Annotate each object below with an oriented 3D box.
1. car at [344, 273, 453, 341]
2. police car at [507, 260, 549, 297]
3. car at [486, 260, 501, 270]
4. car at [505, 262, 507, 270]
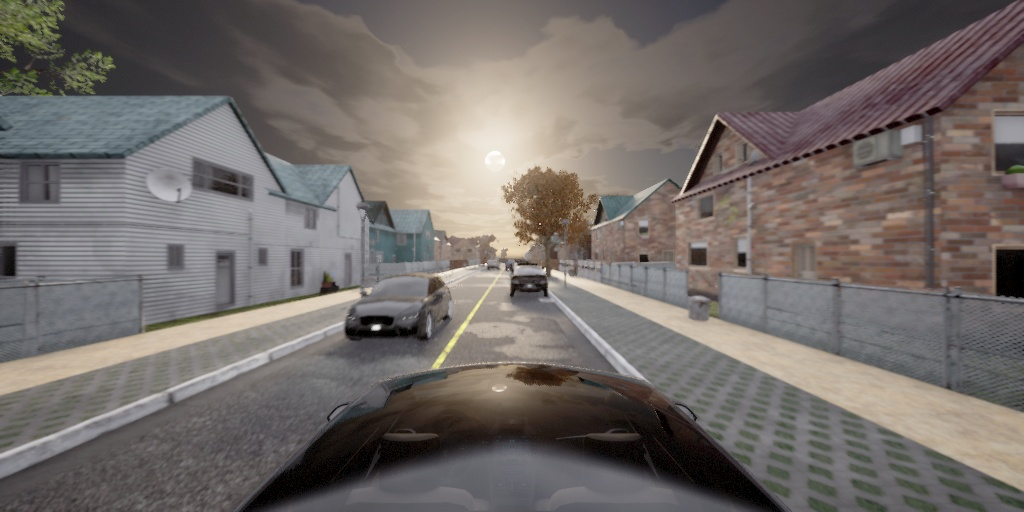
[{"bbox_3d":[-2.848,1.254,9.951,1.837,1.490,4.892,0,0,0],"label":"car"},{"bbox_3d":[0.829,1.186,19.287,1.930,1.638,5.238,0,0,0],"label":"police car"},{"bbox_3d":[-2.793,1.374,53.850,1.837,1.490,4.892,0,0,0],"label":"car"},{"bbox_3d":[0.012,1.224,54.426,2.097,1.767,4.553,0,0,0],"label":"car"}]
